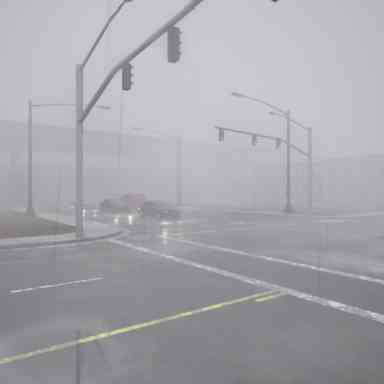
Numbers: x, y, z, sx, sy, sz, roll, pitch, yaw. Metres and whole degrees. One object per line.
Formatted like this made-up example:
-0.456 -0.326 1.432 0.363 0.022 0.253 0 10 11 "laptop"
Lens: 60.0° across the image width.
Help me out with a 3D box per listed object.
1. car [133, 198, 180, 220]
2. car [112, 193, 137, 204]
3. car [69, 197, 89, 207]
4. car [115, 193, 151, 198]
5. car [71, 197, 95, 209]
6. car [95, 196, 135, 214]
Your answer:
-2.872 1.505 28.448 1.837 1.490 4.892 0 0 -36 "car"
-13.474 1.221 66.619 2.150 2.045 5.566 0 0 21 "car"
-18.308 1.547 54.178 2.033 1.411 5.357 0 0 -8 "car"
-7.667 1.221 41.137 2.150 2.045 5.566 0 0 -36 "car"
-14.258 1.526 44.302 1.812 1.442 4.674 0 0 -32 "car"
-8.455 1.478 36.017 1.882 1.535 5.008 0 0 -36 "car"
